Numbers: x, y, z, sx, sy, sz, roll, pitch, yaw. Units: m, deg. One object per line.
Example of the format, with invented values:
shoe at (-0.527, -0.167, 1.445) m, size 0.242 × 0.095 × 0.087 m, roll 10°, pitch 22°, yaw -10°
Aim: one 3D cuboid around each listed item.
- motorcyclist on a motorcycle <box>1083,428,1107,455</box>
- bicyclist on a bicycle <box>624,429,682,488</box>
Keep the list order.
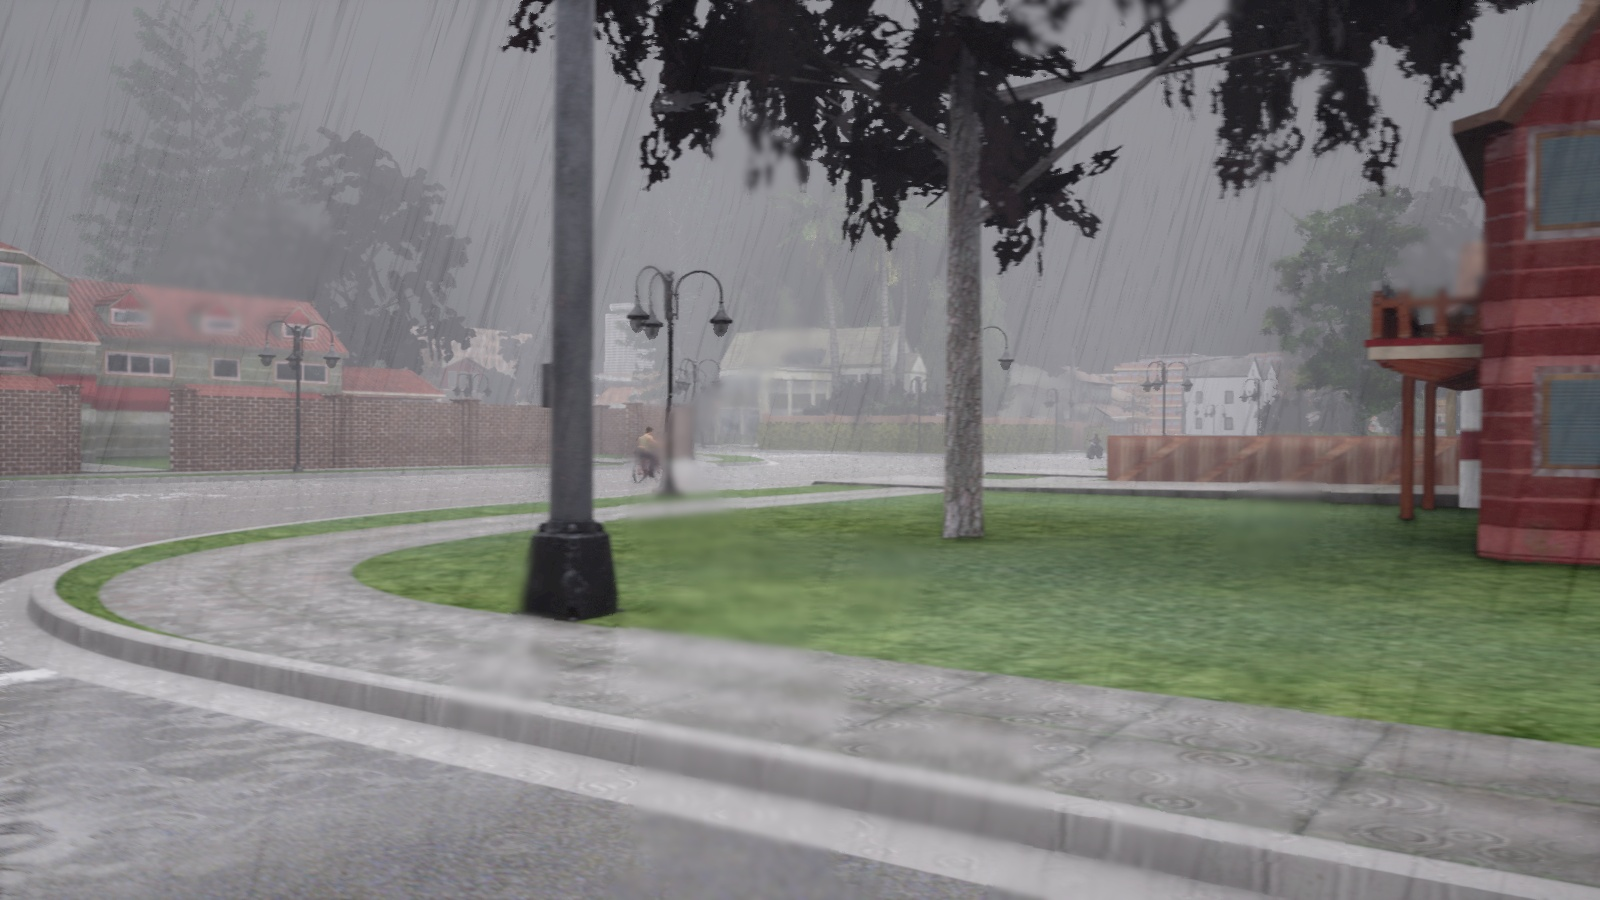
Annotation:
motorcyclist on a motorcycle at (18.306, -0.547, 77.864) m, size 0.766 × 1.649 × 2.350 m, roll 0°, pitch 1°, yaw 32°
bicyclist on a bicycle at (-4.139, 0.222, 35.409) m, size 0.866 × 1.612 × 1.509 m, roll 0°, pitch 1°, yaw 32°
